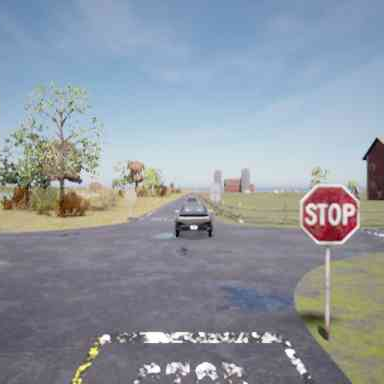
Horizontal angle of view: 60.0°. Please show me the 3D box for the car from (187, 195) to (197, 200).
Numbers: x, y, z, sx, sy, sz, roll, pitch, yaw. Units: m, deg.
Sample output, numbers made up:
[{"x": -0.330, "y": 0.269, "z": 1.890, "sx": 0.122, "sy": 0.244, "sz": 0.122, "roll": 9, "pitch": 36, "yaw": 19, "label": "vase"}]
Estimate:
[{"x": 0.018, "y": 1.391, "z": 71.503, "sx": 2.033, "sy": 1.411, "sz": 5.357, "roll": 0, "pitch": 0, "yaw": 0, "label": "car"}]

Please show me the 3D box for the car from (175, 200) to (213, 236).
[{"x": 0.088, "y": 1.413, "z": 17.965, "sx": 2.128, "sy": 1.511, "sz": 4.902, "roll": -1, "pitch": 1, "yaw": 0, "label": "car"}]
